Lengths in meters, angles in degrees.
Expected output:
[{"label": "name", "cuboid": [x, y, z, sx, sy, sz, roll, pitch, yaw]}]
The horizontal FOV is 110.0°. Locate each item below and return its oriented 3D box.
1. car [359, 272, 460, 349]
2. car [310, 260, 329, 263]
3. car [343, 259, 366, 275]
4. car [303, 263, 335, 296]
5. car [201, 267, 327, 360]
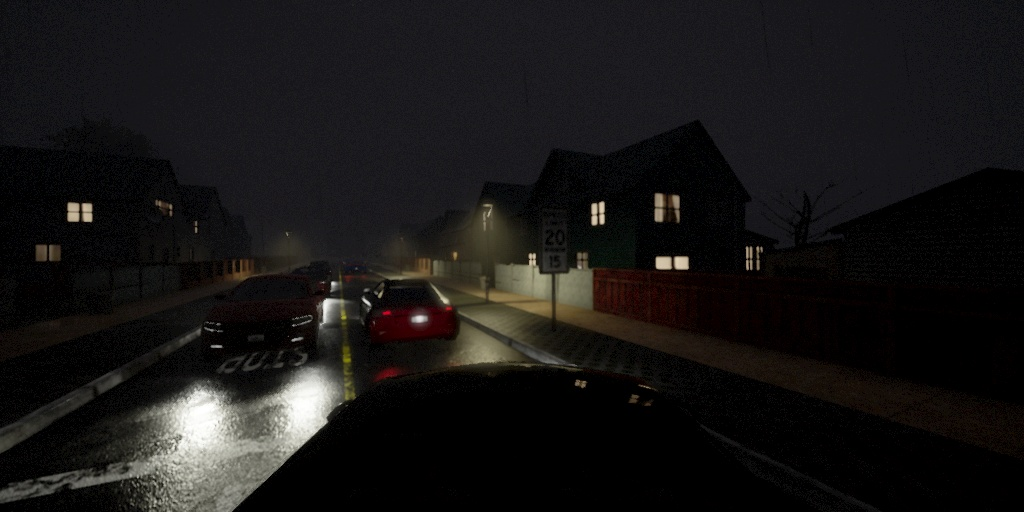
[{"label": "car", "cuboid": [-2.796, 1.274, 9.275, 1.994, 1.385, 4.181, 0, 0, -26]}, {"label": "car", "cuboid": [-15.053, 1.118, 28.062, 1.837, 1.490, 4.892, 0, 1, -26]}, {"label": "car", "cuboid": [-15.970, 1.045, 36.576, 1.882, 1.535, 5.008, 0, 0, -25]}, {"label": "car", "cuboid": [-10.124, 1.232, 17.878, 1.994, 1.385, 4.181, 0, 0, -25]}, {"label": "car", "cuboid": [-5.671, 1.194, 8.670, 1.882, 1.535, 5.008, 0, 0, -26]}]
